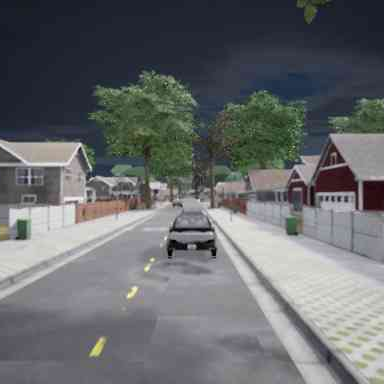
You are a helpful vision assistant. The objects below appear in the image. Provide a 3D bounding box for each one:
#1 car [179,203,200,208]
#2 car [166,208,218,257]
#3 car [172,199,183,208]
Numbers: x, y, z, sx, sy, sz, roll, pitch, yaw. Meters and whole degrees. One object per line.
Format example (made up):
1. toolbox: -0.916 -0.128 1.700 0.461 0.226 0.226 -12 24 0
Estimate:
1. car: 0.001 1.894 28.252 1.895 1.301 4.718 0 -1 0
2. car: 0.012 1.630 13.505 2.128 1.511 4.902 0 0 0
3. car: -2.804 2.155 63.956 1.882 1.535 5.008 0 -1 0
